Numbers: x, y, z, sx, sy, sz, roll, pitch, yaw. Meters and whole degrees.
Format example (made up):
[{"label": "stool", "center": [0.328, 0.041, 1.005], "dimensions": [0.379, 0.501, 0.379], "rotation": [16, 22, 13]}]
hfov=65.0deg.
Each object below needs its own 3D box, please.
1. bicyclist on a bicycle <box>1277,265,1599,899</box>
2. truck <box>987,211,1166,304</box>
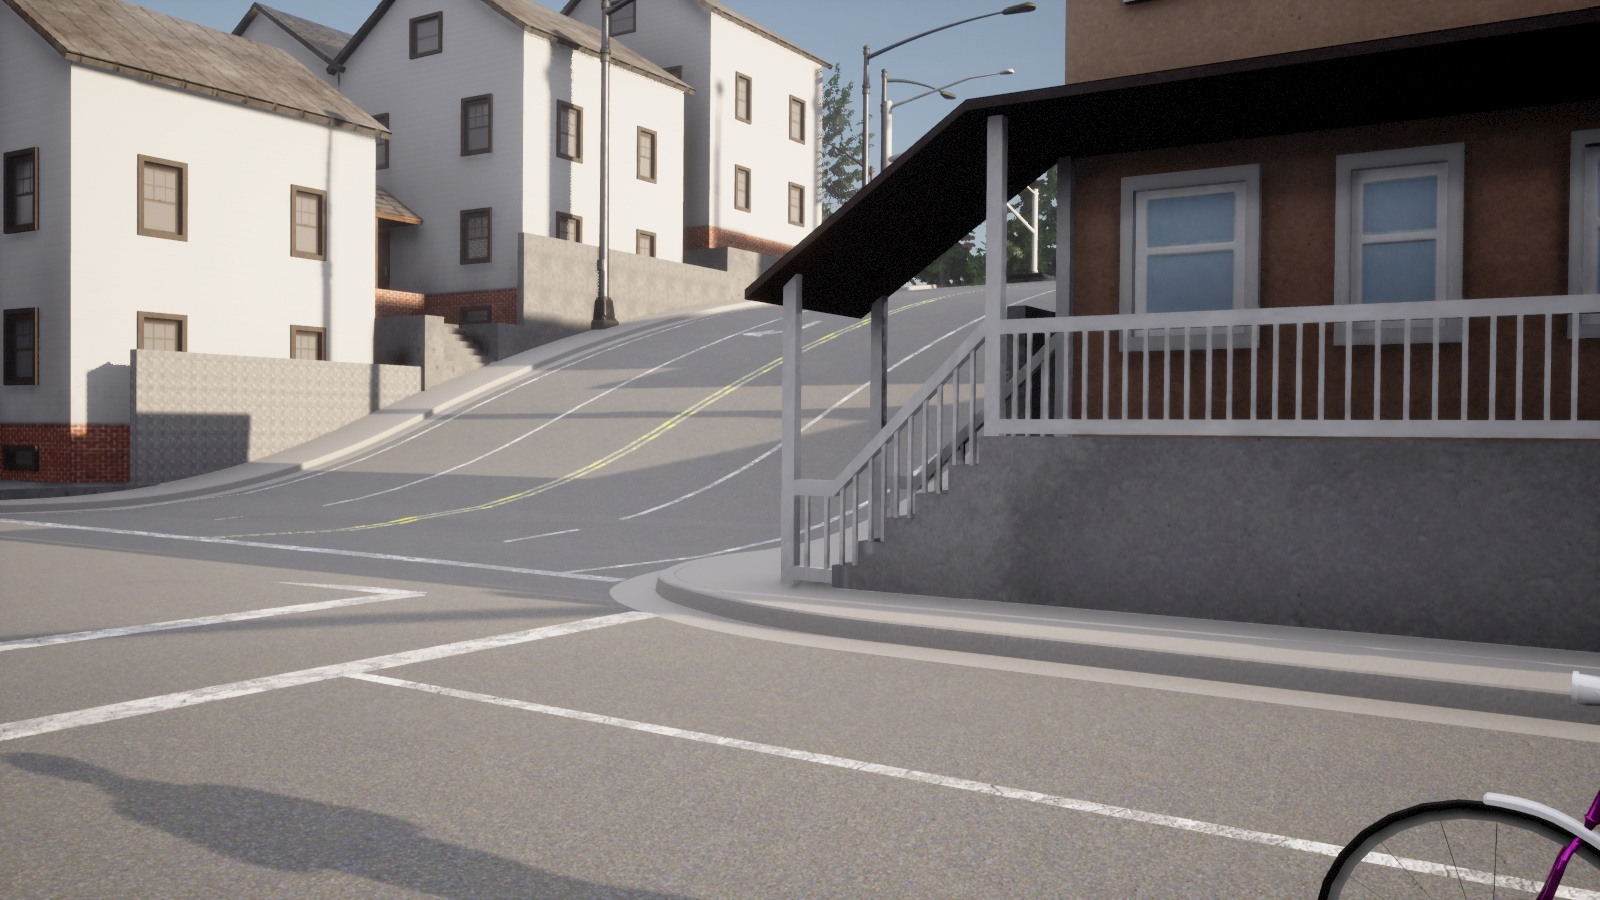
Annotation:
[{"label": "bicyclist on a bicycle", "center": [1.928, 0.552, 2.340], "dimensions": [1.843, 1.776, 0.659], "rotation": [0, 1, 34]}, {"label": "truck", "center": [13.369, -9.214, 61.050], "dimensions": [7.936, 3.462, 2.891], "rotation": [-1, 1, 33]}]
